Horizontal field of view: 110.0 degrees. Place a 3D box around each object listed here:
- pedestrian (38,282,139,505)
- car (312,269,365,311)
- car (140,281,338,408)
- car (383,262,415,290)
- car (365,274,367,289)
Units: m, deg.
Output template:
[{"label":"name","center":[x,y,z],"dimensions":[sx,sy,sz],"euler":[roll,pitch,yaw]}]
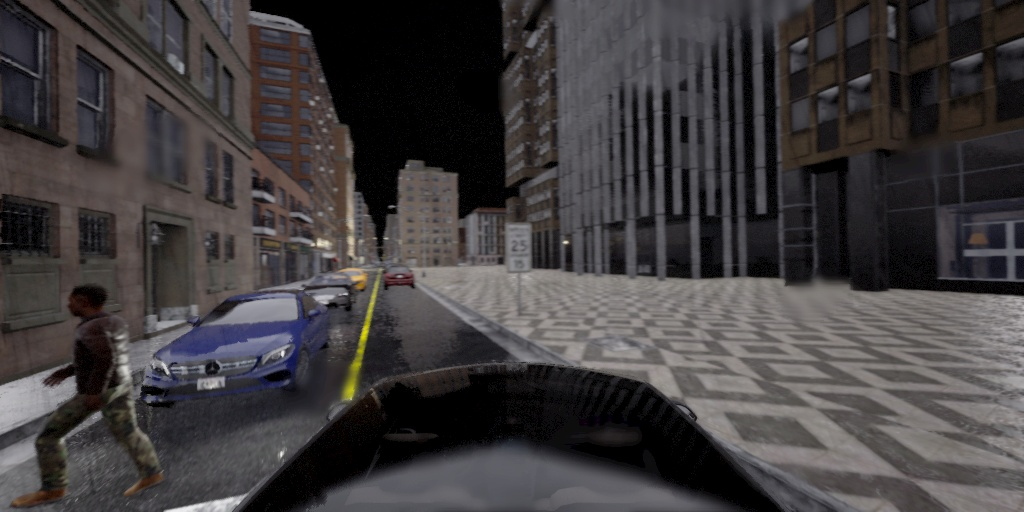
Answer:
[{"label":"pedestrian","center":[-3.515,1.124,3.000],"dimensions":[0.375,1.860,0.375],"euler":[-1,0,-20]},{"label":"car","center":[-7.825,1.514,15.612],"dimensions":[2.128,1.511,4.902],"euler":[-1,-1,-20]},{"label":"car","center":[-4.656,1.411,6.805],"dimensions":[1.812,1.442,4.674],"euler":[-1,-1,-20]},{"label":"car","center":[-8.565,1.488,27.068],"dimensions":[2.097,1.767,4.553],"euler":[-1,-1,-20]},{"label":"car","center":[-11.209,1.648,25.018],"dimensions":[1.882,1.535,5.008],"euler":[-1,-1,-20]}]
